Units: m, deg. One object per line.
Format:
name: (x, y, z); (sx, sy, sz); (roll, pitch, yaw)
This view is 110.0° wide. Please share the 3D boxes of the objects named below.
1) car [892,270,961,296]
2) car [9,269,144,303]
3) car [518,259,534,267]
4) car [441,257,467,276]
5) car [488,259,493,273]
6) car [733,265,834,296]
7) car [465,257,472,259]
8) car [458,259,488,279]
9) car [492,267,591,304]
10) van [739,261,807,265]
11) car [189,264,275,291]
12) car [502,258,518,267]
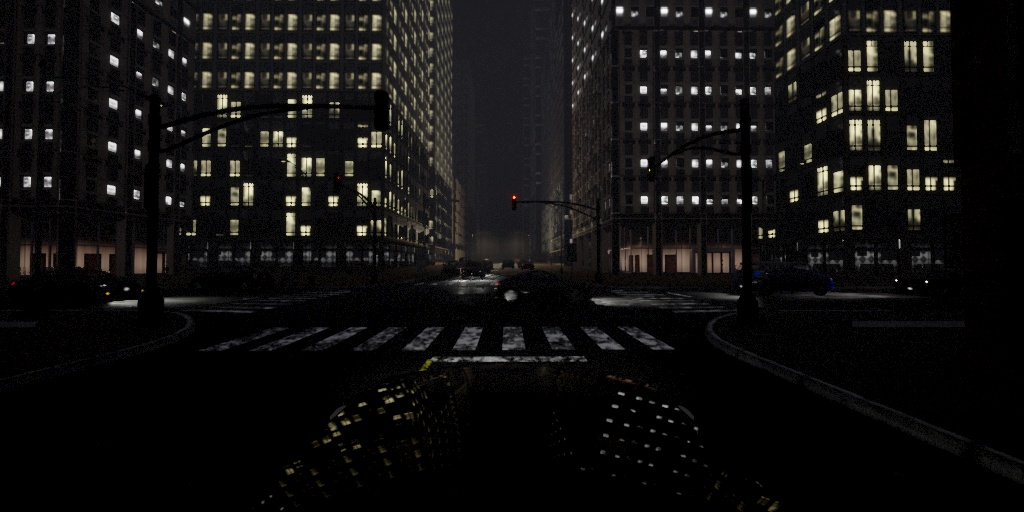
car: (23.579, 1.435, 19.289); (4.718, 1.301, 1.895); (0, -1, -1)
car: (-18.841, 1.262, 15.653); (4.181, 1.385, 1.994); (0, -1, -1)
car: (2.101, 1.349, 48.339); (1.802, 1.307, 4.207); (0, 0, -1)
car: (-6.137, 1.203, 37.021); (1.967, 1.591, 4.097); (0, 0, -1)
car: (-3.625, 1.367, 43.424); (1.895, 1.301, 4.718); (0, 0, -1)
car: (14.536, 1.342, 19.192); (4.674, 1.442, 1.812); (0, -1, -2)
car: (-6.278, 1.082, 48.170); (2.192, 1.841, 5.009); (0, 0, -1)
car: (-3.498, 1.266, 33.207); (1.837, 1.490, 4.892); (0, 0, -1)
car: (1.324, 1.319, 15.833); (4.181, 1.385, 1.994); (0, 0, -1)
van: (15.730, 1.210, 21.787); (3.998, 1.789, 1.690); (0, 0, -1)
car: (-16.742, 1.255, 21.448); (4.097, 1.591, 1.967); (0, 0, -1)
car: (-0.606, 1.261, 57.387); (2.128, 1.511, 4.902); (0, 0, -1)
